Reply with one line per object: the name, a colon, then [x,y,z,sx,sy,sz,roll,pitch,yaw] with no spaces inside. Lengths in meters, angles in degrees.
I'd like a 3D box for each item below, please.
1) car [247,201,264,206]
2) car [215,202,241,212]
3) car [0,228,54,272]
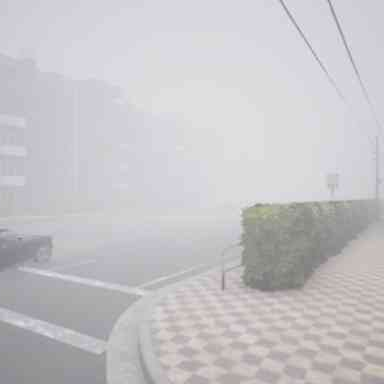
car: [9.673,2.121,48.420,2.128,1.511,4.902,0,-1,33]
car: [5.247,2.148,48.017,2.033,1.411,5.357,0,-1,33]
car: [-5.911,1.687,9.579,1.895,1.301,4.718,0,-1,4]
